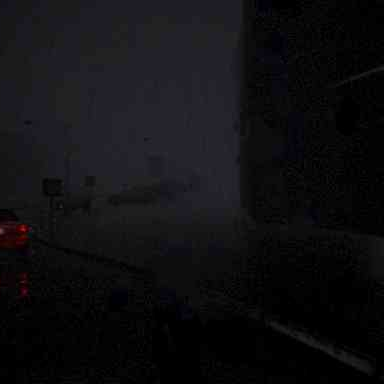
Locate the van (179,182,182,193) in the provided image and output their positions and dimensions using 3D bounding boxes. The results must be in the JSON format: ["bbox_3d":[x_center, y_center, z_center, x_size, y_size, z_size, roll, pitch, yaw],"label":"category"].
[{"bbox_3d":[-4.459,-0.361,54.393,4.442,1.987,1.878,-1,3,-12],"label":"van"}]

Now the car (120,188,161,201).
[{"bbox_3d":[-6.399,0.650,39.364,4.674,1.452,2.002,-1,3,-12],"label":"car"}]

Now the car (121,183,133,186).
[{"bbox_3d":[-11.636,-0.628,62.083,2.150,2.045,5.566,-1,3,8],"label":"car"}]

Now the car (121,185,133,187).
[{"bbox_3d":[-9.523,0.077,52.740,1.812,1.442,4.674,-1,3,8],"label":"car"}]

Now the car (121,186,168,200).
[{"bbox_3d":[-6.171,0.460,42.336,5.366,1.575,1.946,-1,3,-12],"label":"car"}]

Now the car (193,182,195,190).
[{"bbox_3d":[-2.321,-1.009,69.496,4.553,1.767,2.185,-1,3,-12],"label":"car"}]

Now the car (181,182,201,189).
[{"bbox_3d":[-0.258,-1.626,84.592,4.892,1.521,2.231,-1,3,-12],"label":"car"}]

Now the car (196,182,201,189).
[{"bbox_3d":[-1.025,-1.303,78.563,4.792,1.488,2.163,-1,3,-12],"label":"car"}]

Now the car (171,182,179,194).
[{"bbox_3d":[-5.195,-0.089,48.381,5.566,2.045,2.435,-1,3,-12],"label":"car"}]

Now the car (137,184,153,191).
[{"bbox_3d":[-10.221,-1.005,72.441,2.128,1.511,4.902,-1,3,8],"label":"car"}]

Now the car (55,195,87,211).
[{"bbox_3d":[-11.963,1.040,33.243,1.812,1.442,4.674,-1,3,5],"label":"car"}]

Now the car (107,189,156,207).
[{"bbox_3d":[-6.820,0.760,36.353,4.892,1.521,2.231,-1,3,-12],"label":"car"}]

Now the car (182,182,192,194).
[{"bbox_3d":[-3.497,-0.687,60.460,5.566,2.045,2.435,-1,3,-12],"label":"car"}]

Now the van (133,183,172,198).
[{"bbox_3d":[-5.465,0.083,45.407,4.442,1.987,1.878,-1,3,-12],"label":"van"}]

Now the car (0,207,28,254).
[{"bbox_3d":[-7.950,1.283,12.152,4.553,1.767,2.097,0,-2,38],"label":"car"}]
